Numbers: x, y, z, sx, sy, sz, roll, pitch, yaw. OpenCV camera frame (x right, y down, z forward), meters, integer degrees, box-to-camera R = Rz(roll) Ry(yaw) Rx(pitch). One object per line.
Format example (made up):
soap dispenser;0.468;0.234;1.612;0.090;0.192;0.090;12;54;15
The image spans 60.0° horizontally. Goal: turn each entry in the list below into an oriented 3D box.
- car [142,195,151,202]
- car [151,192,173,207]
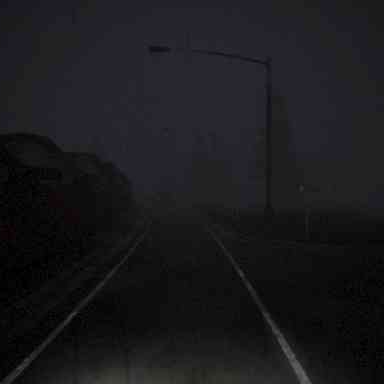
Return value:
car;-8.667;1.225;65.406;1.812;1.442;4.674;0;0;-17
car;-3.967;1.010;45.504;2.150;2.045;5.566;0;0;-10
